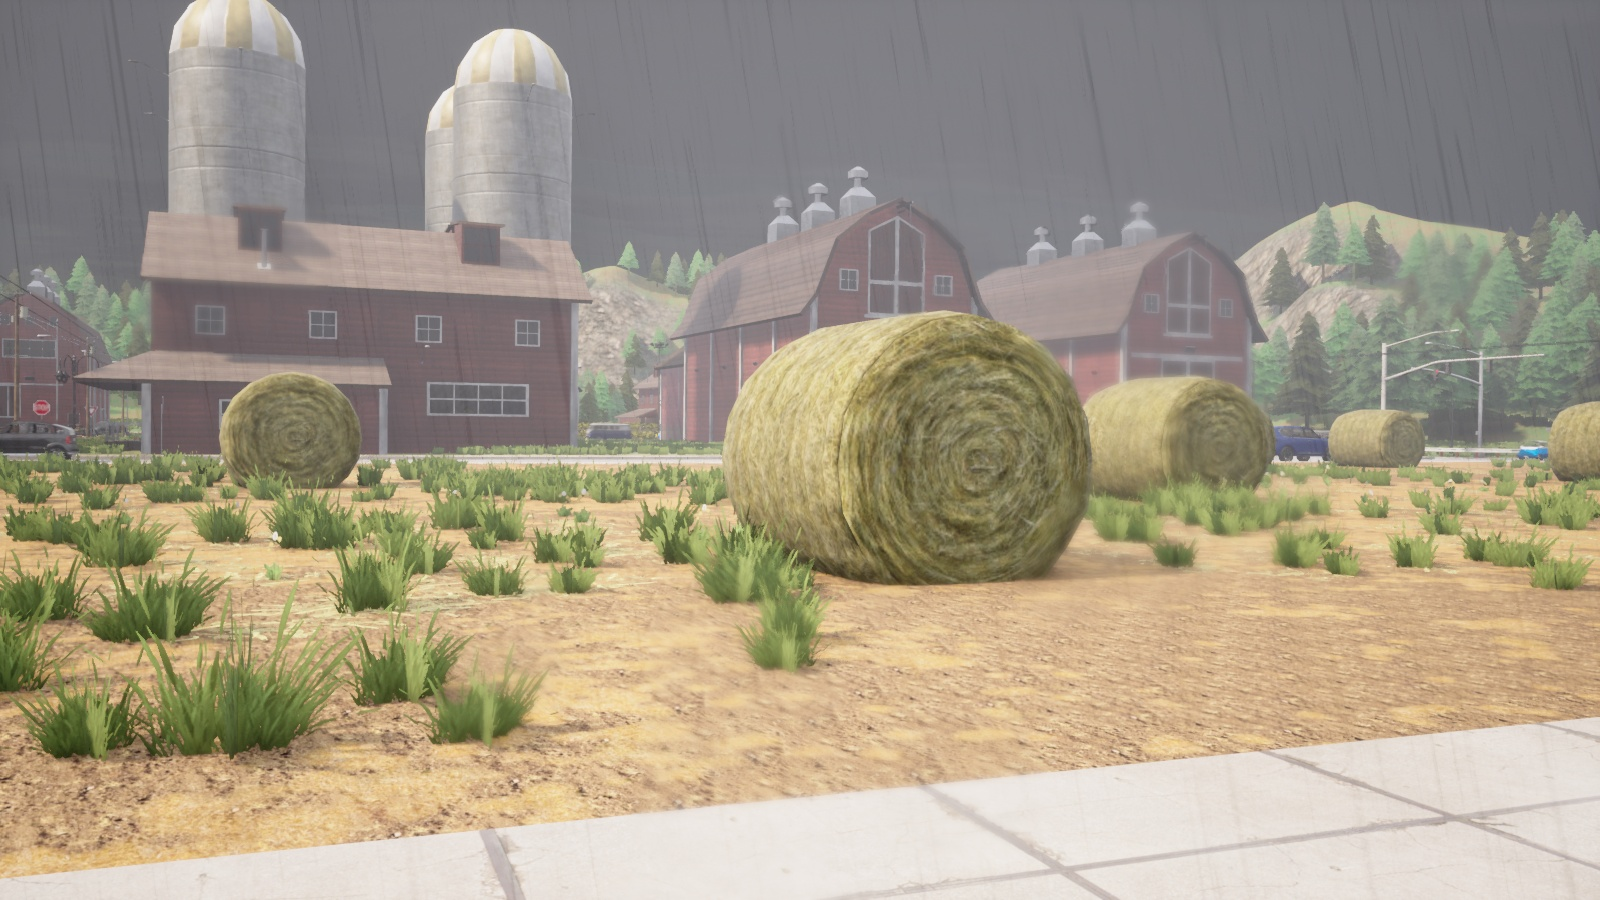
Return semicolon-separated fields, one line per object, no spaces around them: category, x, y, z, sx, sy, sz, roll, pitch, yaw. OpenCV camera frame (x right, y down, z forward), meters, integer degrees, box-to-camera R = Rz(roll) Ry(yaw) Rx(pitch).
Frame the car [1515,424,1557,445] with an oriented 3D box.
car;49.473;-1.032;84.406;2.207;1.376;1.481;-1;1;-25

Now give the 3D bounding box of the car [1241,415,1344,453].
car;27.680;-0.921;70.506;5.566;2.045;2.150;-1;1;-25

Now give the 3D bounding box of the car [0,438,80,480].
car;-29.801;0.328;48.008;3.705;1.549;1.789;-1;1;-22
